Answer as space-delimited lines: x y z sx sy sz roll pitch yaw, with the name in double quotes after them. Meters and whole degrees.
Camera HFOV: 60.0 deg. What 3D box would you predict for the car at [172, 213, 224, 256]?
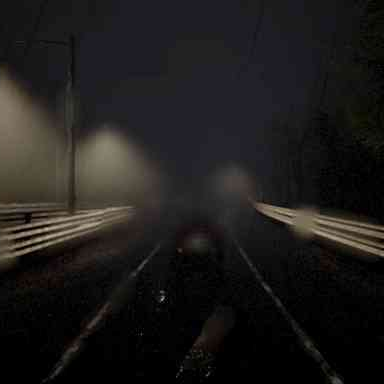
0.322 1.618 13.898 1.882 1.535 5.008 0 0 3 "car"
